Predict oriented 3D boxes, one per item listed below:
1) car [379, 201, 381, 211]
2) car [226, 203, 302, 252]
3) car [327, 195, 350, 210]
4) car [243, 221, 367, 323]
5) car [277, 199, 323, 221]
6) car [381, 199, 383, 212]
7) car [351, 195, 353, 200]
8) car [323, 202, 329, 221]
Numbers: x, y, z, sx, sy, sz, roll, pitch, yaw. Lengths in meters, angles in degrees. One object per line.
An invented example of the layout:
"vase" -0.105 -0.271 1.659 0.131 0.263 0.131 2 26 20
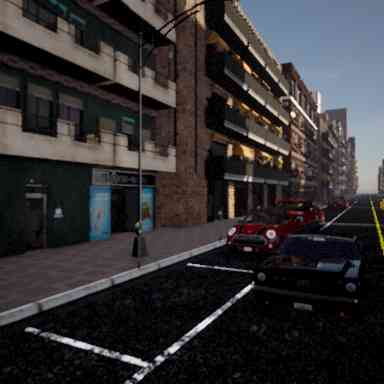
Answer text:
"car" 22.589 1.455 37.970 1.882 1.535 5.008 0 0 28
"car" 2.857 1.437 13.177 1.967 1.590 4.097 0 0 28
"car" 18.743 1.294 43.031 2.192 1.841 5.009 0 0 28
"car" 2.882 1.598 7.499 1.895 1.301 4.718 0 0 28
"car" 5.506 1.309 18.152 2.192 1.841 5.009 0 0 28
"car" 17.608 1.461 28.589 1.882 1.535 5.008 0 0 28
"car" 24.038 1.516 52.984 1.887 1.381 4.507 0 0 28
"car" 8.152 1.573 23.129 1.802 1.307 4.206 0 0 28
